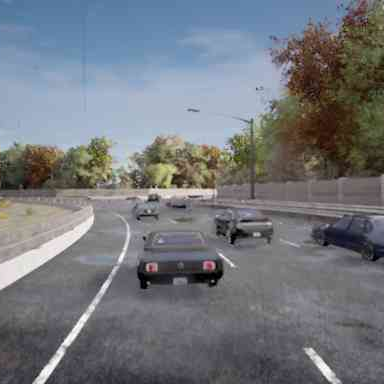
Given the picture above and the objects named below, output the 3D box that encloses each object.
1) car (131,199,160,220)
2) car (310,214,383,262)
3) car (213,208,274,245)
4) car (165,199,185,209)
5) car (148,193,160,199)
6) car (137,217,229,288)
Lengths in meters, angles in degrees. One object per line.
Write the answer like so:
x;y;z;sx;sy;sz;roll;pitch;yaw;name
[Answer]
-4.088;1.585;28.586;2.033;1.411;5.357;0;0;-17;car
6.313;1.515;12.036;2.033;1.411;5.357;0;0;-7;car
2.251;1.485;15.615;2.128;1.511;4.902;0;0;-8;car
-2.334;1.599;45.842;1.994;1.385;4.181;0;0;-18;car
-7.434;1.292;65.695;2.150;2.045;5.566;-1;0;-5;car
-0.443;1.608;9.261;1.895;1.301;4.718;0;0;-5;car
